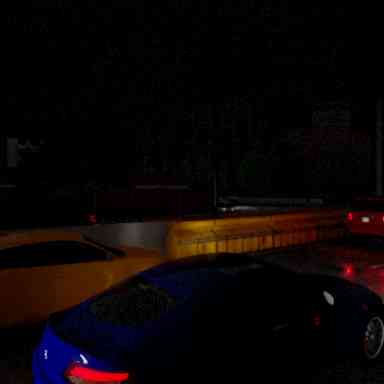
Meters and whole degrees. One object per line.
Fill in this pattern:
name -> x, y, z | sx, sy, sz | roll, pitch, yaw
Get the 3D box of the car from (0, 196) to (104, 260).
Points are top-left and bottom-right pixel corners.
car -> -6.352, 1.215, 12.351 | 5.566, 2.045, 2.150 | 0, 0, -35

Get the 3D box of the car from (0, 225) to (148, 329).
car -> -2.559, 1.473, 6.215 | 5.008, 1.535, 1.882 | 0, 0, -35

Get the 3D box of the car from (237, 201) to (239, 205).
car -> 5.069, 1.494, 51.024 | 1.895, 1.301, 4.718 | 0, 0, -33

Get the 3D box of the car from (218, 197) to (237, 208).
car -> 3.784, 1.431, 46.585 | 1.812, 1.442, 4.674 | 0, 0, -33

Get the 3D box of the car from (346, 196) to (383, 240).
car -> 9.084, 1.172, 14.486 | 5.566, 2.045, 2.150 | 0, 0, -32

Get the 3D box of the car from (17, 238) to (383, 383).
car -> 0.593, 1.517, 4.159 | 4.674, 1.442, 1.812 | 0, 0, -35
